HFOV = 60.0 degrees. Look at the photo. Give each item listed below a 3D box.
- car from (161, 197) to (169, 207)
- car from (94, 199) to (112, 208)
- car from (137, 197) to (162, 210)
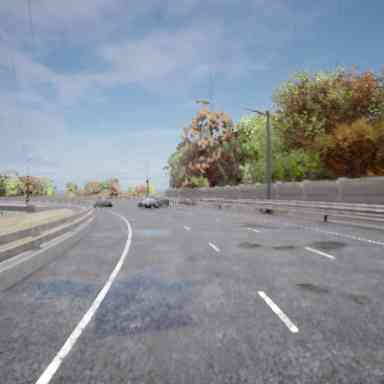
[{"bbox_3d":[-5.026,1.561,50.518,1.837,1.490,4.892,0,0,-26],"label":"car"},{"bbox_3d":[-14.216,1.728,52.841,1.994,1.385,4.181,-1,0,-30],"label":"car"},{"bbox_3d":[-5.972,1.668,44.495,1.895,1.301,4.718,-1,0,-24],"label":"car"}]
